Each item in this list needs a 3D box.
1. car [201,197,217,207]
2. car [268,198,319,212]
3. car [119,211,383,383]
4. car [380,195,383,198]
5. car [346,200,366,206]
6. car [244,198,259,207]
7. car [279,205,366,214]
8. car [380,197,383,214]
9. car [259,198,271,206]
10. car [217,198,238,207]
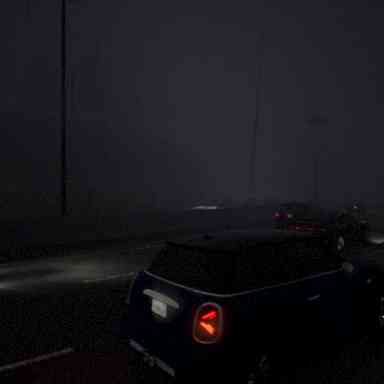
[{"bbox_3d":[3.089,1.618,54.900,1.812,1.442,4.674,0,0,21],"label":"car"},{"bbox_3d":[6.838,1.369,20.048,2.097,1.767,4.553,0,0,42],"label":"car"},{"bbox_3d":[1.285,1.359,5.165,4.553,1.767,2.097,0,0,-38],"label":"car"},{"bbox_3d":[46.776,1.451,80.396,1.812,1.442,4.674,0,0,21],"label":"car"},{"bbox_3d":[17.892,1.576,36.308,1.994,1.385,4.181,0,0,28],"label":"car"},{"bbox_3d":[9.381,1.631,51.768,1.994,1.385,4.181,0,0,21],"label":"car"},{"bbox_3d":[5.817,1.513,13.829,4.892,1.490,1.837,0,0,-44],"label":"car"},{"bbox_3d":[18.176,1.491,29.659,2.128,1.511,4.902,0,0,32],"label":"car"},{"bbox_3d":[11.209,1.530,47.035,1.882,1.535,5.008,0,0,23],"label":"car"},{"bbox_3d":[5.962,1.643,52.628,1.994,1.385,4.181,0,0,21],"label":"car"}]
